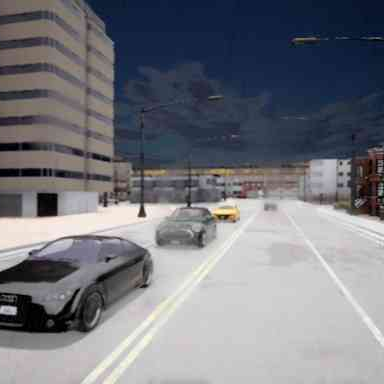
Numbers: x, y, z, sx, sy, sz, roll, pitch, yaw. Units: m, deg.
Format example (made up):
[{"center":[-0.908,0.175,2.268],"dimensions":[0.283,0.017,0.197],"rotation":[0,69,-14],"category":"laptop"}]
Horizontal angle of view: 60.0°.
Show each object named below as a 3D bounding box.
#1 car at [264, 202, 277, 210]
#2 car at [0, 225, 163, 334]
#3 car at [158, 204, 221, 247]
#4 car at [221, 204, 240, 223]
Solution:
[{"center":[12.100,2.133,51.400],"dimensions":[1.895,1.301,4.718],"rotation":[0,-1,11],"category":"car"},{"center":[-2.298,1.618,6.947],"dimensions":[1.994,1.385,4.181],"rotation":[0,-1,14],"category":"car"},{"center":[-0.135,1.498,15.828],"dimensions":[2.097,1.767,4.553],"rotation":[0,-1,14],"category":"car"},{"center":[3.024,1.758,28.755],"dimensions":[1.882,1.535,5.008],"rotation":[0,-1,14],"category":"car"}]
